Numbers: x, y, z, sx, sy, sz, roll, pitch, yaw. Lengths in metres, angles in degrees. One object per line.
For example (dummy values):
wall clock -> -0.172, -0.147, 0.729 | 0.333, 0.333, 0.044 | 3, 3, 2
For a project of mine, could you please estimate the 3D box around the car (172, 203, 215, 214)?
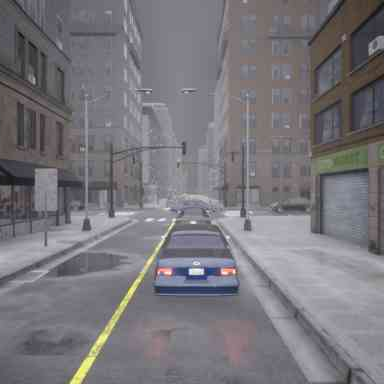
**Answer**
car -> 0.085, 1.563, 19.315 | 1.994, 1.385, 4.181 | 0, 0, 1

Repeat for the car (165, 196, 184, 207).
car -> -2.811, 1.351, 49.799 | 2.097, 1.767, 4.553 | 0, 0, 1

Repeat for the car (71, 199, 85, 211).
car -> -14.698, 1.539, 39.244 | 4.313, 1.339, 1.947 | 0, 0, 0

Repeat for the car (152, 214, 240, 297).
car -> 0.093, 1.547, 8.768 | 2.033, 1.411, 5.357 | 0, 0, 0

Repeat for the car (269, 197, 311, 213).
car -> 10.885, 1.353, 36.641 | 4.553, 1.767, 2.097 | 0, 0, 0

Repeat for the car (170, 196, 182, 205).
car -> -2.759, 1.526, 58.528 | 1.812, 1.442, 4.674 | 0, 0, 0

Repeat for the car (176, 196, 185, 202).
car -> -2.655, 1.599, 78.845 | 1.895, 1.301, 4.718 | 0, 0, 0

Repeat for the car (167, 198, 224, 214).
car -> 0.468, 1.547, 33.724 | 5.357, 1.411, 2.033 | 0, 0, 0

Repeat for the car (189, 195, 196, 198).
car -> 0.110, 1.530, 91.501 | 1.812, 1.442, 4.674 | 0, 0, 0
